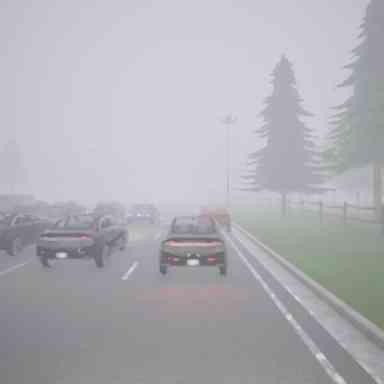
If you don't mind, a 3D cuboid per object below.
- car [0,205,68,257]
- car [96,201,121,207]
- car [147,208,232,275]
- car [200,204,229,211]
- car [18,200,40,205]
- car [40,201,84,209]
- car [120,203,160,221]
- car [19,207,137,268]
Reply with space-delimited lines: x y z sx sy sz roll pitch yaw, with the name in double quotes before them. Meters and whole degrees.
"car" -6.937 1.487 12.931 2.128 1.511 4.902 0 0 0
"car" -6.939 1.497 28.168 1.837 1.490 4.892 0 1 0
"car" 0.048 1.487 10.428 2.128 1.511 4.902 0 0 0
"car" 1.219 1.472 19.883 1.882 1.535 5.008 0 0 0
"car" -13.932 1.467 29.611 1.882 1.535 5.008 0 0 0
"car" -10.440 1.482 28.069 2.128 1.511 4.902 0 0 0
"car" -3.465 1.539 24.350 2.033 1.411 5.357 0 0 1
"car" -3.447 1.485 11.273 2.128 1.511 4.902 0 0 0
